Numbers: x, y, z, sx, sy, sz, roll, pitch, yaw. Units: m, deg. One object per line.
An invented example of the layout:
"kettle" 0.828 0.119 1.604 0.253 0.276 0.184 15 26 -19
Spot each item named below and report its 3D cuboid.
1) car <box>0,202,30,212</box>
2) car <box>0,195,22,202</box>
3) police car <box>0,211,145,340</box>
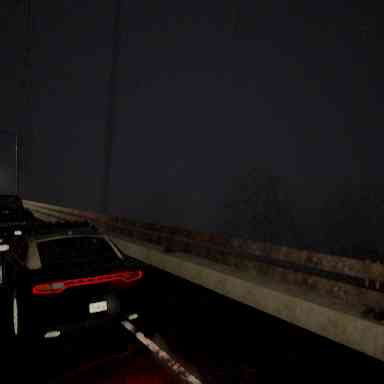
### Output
"car" -8.190 1.451 15.114 1.882 1.535 5.008 0 0 -33
"car" -11.507 1.184 20.148 2.150 2.045 5.566 0 0 -33
"police car" -2.748 1.416 6.856 1.930 1.638 5.238 0 0 -33
